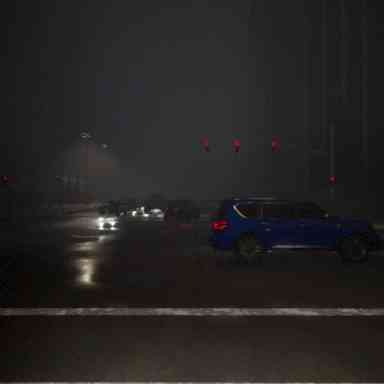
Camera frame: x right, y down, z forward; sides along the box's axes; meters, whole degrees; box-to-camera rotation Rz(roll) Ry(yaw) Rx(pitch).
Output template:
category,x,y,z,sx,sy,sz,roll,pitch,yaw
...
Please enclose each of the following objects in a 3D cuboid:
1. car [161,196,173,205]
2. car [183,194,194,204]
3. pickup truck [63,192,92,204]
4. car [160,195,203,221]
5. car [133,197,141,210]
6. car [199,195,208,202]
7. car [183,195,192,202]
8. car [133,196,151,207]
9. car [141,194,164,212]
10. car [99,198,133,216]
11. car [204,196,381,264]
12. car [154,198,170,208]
category,x,y,z,sx,sy,sz,roll,pitch,yaw
car,-4.367,1.478,58.865,1.882,1.535,5.008,0,0,0
car,-0.758,1.352,65.361,2.097,1.767,4.553,0,0,-1
pickup truck,-20.926,1.059,59.994,2.390,2.098,6.274,0,0,30
car,-0.750,1.352,27.172,2.097,1.767,4.553,0,0,12
car,-7.725,1.478,42.148,1.882,1.535,5.008,0,0,-1
car,2.545,1.524,75.160,1.812,1.442,4.674,0,0,-1
car,-0.958,1.478,75.364,1.882,1.535,5.008,0,0,-1
car,-7.823,1.491,52.532,2.128,1.511,4.902,0,0,-1
car,-4.186,1.221,38.479,2.150,2.045,5.566,0,0,-1
car,-7.704,1.491,32.845,2.128,1.511,4.902,0,0,2
car,3.320,1.221,11.349,5.566,2.045,2.150,0,0,0
car,-4.281,1.601,48.426,1.895,1.301,4.718,0,0,-1
